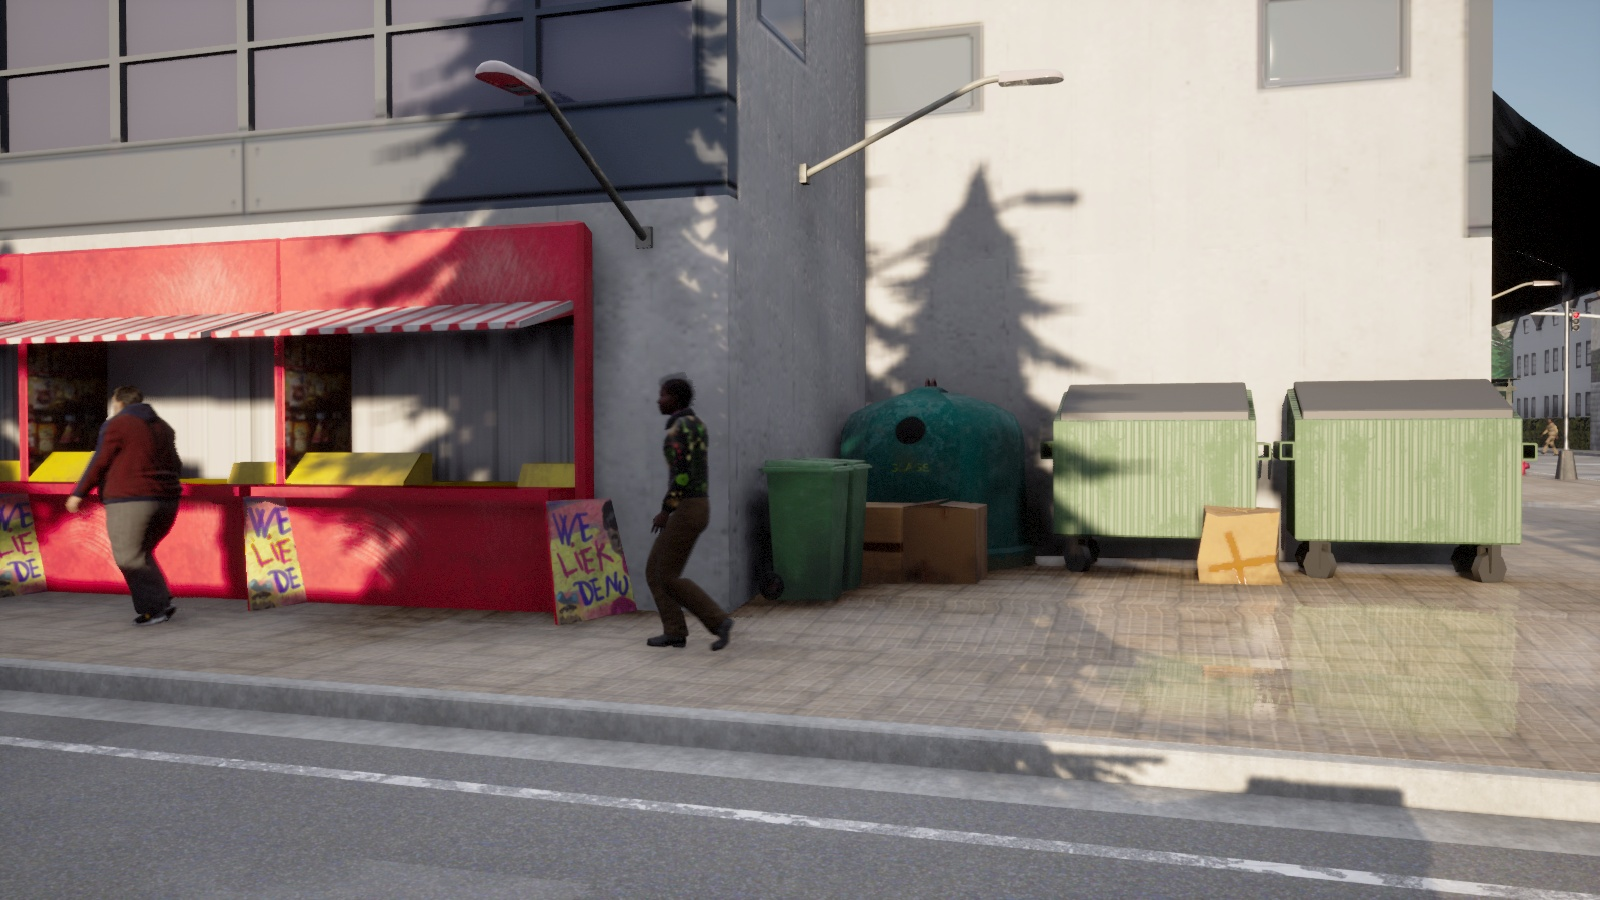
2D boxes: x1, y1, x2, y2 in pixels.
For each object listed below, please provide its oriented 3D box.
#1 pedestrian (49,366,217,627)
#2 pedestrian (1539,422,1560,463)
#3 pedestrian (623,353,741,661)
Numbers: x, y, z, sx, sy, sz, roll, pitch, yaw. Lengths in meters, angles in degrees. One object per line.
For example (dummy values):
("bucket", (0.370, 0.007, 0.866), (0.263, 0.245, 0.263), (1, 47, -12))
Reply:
("pedestrian", (-4.913, 0.320, 9.271), (0.899, 1.844, 0.634), (0, 1, 17))
("pedestrian", (35.157, -0.364, 58.894), (0.692, 1.930, 0.396), (0, 1, 0))
("pedestrian", (-0.750, 0.351, 8.085), (0.692, 1.930, 0.395), (0, 1, 5))
